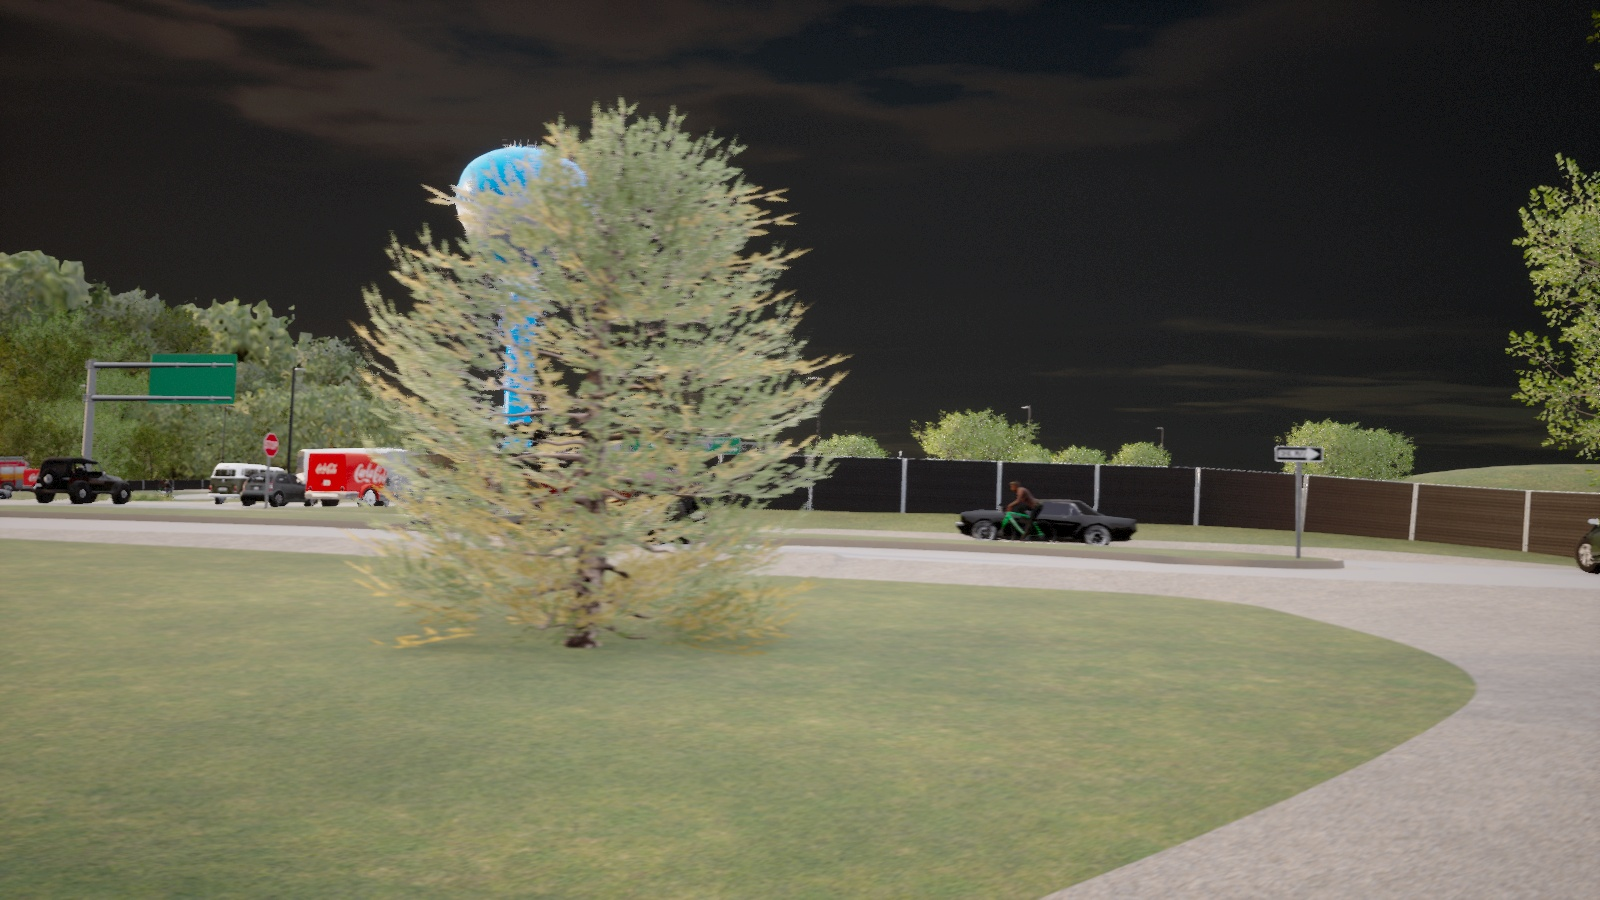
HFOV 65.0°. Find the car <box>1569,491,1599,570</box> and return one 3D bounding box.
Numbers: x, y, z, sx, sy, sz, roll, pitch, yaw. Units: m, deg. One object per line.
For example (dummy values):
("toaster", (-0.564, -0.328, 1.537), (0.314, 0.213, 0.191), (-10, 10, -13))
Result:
("car", (16.403, 1.565, 23.925), (2.007, 1.525, 4.514), (0, -4, 18))

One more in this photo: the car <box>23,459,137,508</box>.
("car", (-29.403, 1.405, 51.440), (1.905, 1.878, 3.866), (1, -2, 11))

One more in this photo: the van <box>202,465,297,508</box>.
("van", (-27.267, 1.851, 62.378), (2.069, 2.038, 4.480), (1, -2, 11))

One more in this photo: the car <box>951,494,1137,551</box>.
("car", (6.499, 1.943, 33.582), (4.718, 1.301, 1.895), (2, -3, 11))

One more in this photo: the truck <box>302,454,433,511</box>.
("truck", (-19.356, 1.511, 56.480), (2.627, 2.467, 5.204), (-1, -3, 24))

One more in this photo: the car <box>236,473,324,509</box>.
("car", (-24.370, 1.939, 58.967), (1.851, 1.617, 3.988), (1, -3, 11))

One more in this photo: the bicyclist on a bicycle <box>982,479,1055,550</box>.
("bicyclist on a bicycle", (5.245, 1.541, 30.119), (1.656, 1.620, 0.582), (1, -3, 13))
